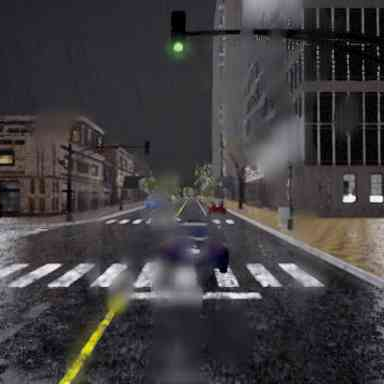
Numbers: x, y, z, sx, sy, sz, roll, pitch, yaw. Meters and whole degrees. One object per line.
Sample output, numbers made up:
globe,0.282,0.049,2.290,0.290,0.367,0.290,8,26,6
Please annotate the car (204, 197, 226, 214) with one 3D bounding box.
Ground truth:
car,2.700,1.553,36.959,1.967,1.590,4.097,1,0,0

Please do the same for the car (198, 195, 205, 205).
car,2.698,1.725,64.804,1.752,1.417,4.829,1,0,0

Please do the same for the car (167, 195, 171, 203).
car,-5.683,1.765,64.645,1.947,1.339,4.313,1,0,0

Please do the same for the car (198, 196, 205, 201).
car,2.696,1.811,92.477,1.752,1.417,4.829,1,0,0

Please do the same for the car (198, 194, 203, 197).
car,2.697,1.742,70.338,1.752,1.417,4.829,1,0,0

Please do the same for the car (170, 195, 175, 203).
car,-5.680,1.548,75.714,2.192,1.841,5.009,1,0,0

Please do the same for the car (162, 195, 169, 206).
car,-5.683,1.764,59.111,1.802,1.307,4.206,1,0,0

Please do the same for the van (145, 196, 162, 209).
van,-5.679,1.489,48.043,1.690,1.788,3.998,1,0,0

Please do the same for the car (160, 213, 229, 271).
car,0.077,1.598,10.974,1.994,1.385,4.181,0,0,0
